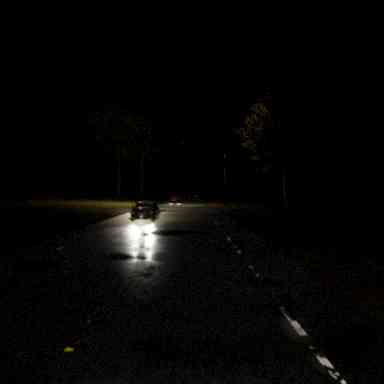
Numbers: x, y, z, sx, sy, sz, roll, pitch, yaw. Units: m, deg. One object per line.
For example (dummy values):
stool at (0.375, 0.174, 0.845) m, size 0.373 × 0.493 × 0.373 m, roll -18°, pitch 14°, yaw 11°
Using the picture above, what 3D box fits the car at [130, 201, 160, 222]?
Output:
car at (-3.596, 1.480, 26.078) m, size 2.128 × 1.511 × 4.902 m, roll 0°, pitch 0°, yaw 0°

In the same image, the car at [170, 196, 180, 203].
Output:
car at (-3.496, 1.462, 67.895) m, size 1.882 × 1.535 × 5.008 m, roll 0°, pitch 0°, yaw 0°
